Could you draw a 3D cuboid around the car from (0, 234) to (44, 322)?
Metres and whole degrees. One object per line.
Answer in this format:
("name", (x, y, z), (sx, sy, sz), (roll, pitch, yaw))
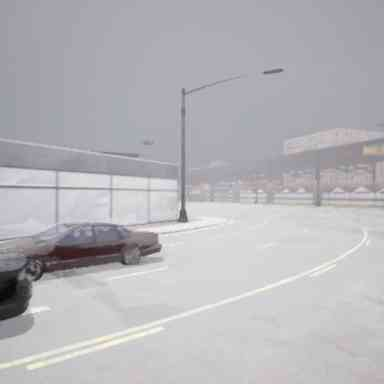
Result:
("car", (-5.068, 1.522, 4.798), (5.008, 1.535, 1.882), (0, -1, -36))

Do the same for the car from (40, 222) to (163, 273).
("car", (-3.473, 1.652, 10.321), (5.357, 1.411, 2.033), (1, -1, -41))
